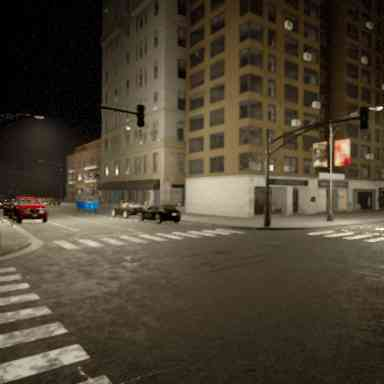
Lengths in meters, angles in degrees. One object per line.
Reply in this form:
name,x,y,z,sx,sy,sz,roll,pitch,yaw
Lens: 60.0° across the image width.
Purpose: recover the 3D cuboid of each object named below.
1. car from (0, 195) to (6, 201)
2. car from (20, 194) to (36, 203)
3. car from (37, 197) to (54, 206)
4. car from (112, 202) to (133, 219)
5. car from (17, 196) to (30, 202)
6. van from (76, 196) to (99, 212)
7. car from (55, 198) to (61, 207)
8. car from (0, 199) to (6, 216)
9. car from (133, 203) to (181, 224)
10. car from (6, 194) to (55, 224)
car,-22.076,1.307,38.894,2.192,1.841,5.009,0,0,-35
car,-35.134,1.369,71.265,2.192,1.841,5.009,0,0,-35
car,-25.330,1.633,57.394,1.802,1.307,4.206,0,0,-35
car,-5.719,1.597,29.655,2.008,1.369,4.403,0,0,-35
car,-38.403,1.606,75.888,2.008,1.369,4.403,0,0,-35
van,-12.255,1.389,38.903,1.690,1.788,3.998,0,0,-35
car,-22.159,1.575,52.910,1.752,1.417,4.829,0,0,-35
car,-15.541,1.557,29.646,1.947,1.339,4.313,0,0,-35
car,-2.451,1.612,25.032,1.947,1.339,4.313,0,0,-35
car,-12.271,1.305,25.024,2.192,1.841,5.009,0,0,-35
